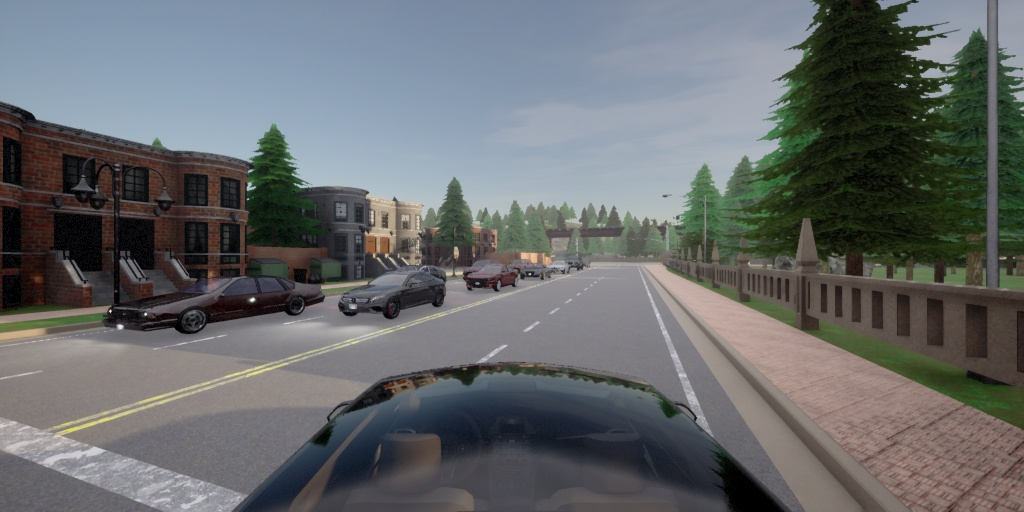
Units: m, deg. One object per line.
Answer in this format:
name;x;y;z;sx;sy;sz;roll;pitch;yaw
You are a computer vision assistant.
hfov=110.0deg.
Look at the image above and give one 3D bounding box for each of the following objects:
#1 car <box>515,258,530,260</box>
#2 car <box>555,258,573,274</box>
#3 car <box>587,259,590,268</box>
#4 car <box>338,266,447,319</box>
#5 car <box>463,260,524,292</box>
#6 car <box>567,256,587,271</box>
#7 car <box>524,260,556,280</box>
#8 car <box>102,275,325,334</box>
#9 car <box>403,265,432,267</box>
car;0.949;1.102;38.802;2.097;1.767;4.553;0;0;19
car;5.382;1.276;40.966;1.812;1.442;4.674;0;0;19
car;12.215;1.255;61.012;1.837;1.490;4.892;0;0;19
car;-4.081;1.276;13.099;1.812;1.442;4.674;0;0;19
car;-1.081;1.228;21.932;1.882;1.535;5.008;0;0;19
car;8.742;0.972;50.841;2.150;2.045;5.566;0;0;19
car;2.147;1.314;31.414;1.994;1.385;4.181;0;0;20
car;-8.475;1.297;11.052;2.033;1.411;5.357;0;0;19
car;-5.430;1.242;20.028;2.128;1.511;4.902;0;0;18
